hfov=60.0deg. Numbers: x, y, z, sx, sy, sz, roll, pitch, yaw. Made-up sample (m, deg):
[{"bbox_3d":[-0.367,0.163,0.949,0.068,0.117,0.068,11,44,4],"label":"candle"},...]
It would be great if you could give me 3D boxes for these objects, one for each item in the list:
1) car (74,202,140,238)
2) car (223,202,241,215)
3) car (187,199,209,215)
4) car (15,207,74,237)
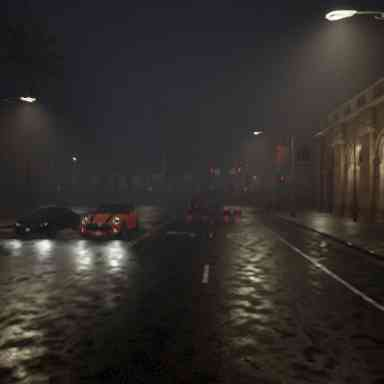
[{"bbox_3d":[-4.298,1.408,18.064,2.097,1.767,4.553,0,0,5],"label":"car"},{"bbox_3d":[4.271,1.757,35.882,1.895,1.301,4.718,0,0,6],"label":"car"},{"bbox_3d":[0.705,1.497,36.254,2.097,1.767,4.553,0,0,5],"label":"car"},{"bbox_3d":[-7.780,1.571,18.463,1.812,1.442,4.674,0,0,5],"label":"car"}]
